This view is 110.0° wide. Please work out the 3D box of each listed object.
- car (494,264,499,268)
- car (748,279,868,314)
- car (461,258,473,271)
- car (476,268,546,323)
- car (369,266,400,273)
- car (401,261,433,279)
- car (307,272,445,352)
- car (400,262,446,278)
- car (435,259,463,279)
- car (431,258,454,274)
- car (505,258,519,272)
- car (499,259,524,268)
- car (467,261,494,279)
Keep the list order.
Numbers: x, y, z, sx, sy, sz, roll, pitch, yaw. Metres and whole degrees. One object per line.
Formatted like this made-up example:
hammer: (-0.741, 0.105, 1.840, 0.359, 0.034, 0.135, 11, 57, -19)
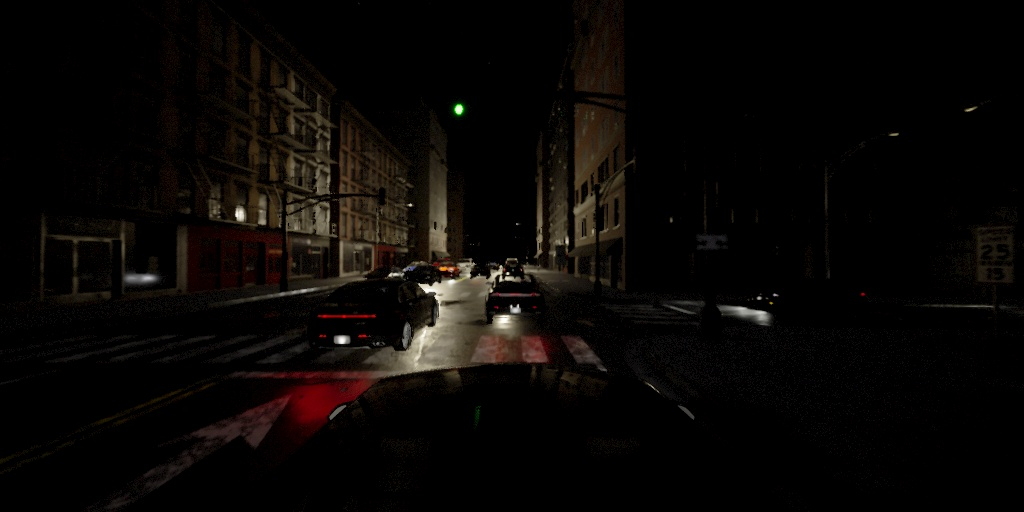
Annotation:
car: (-3.220, 1.805, 61.477, 1.994, 1.385, 4.181, 0, 0, 0)
car: (12.810, 1.690, 15.705, 4.181, 1.385, 1.994, 1, -1, 0)
car: (-6.588, 1.371, 50.563, 2.150, 2.045, 5.566, 0, 0, 0)
car: (0.099, 1.339, 12.638, 2.128, 1.511, 4.902, 0, 0, 0)
car: (-9.885, 1.518, 28.112, 2.033, 1.411, 5.357, 0, 0, -3)
car: (-9.848, 1.398, 37.473, 2.097, 1.767, 4.553, 0, -1, 0)
car: (-3.153, 1.318, 9.070, 1.837, 1.490, 4.892, 0, 0, 0)
car: (-6.601, 1.441, 27.293, 1.882, 1.535, 5.008, 0, 0, 0)
car: (-6.599, 1.391, 36.321, 2.097, 1.767, 4.553, 0, -1, 0)
car: (-9.838, 1.377, 50.976, 2.150, 2.045, 5.566, 0, -1, 0)
car: (0.009, 1.447, 59.205, 2.150, 2.045, 5.566, 0, 0, 0)
car: (0.093, 1.386, 35.945, 2.097, 1.767, 4.553, 0, 0, 0)
car: (-3.157, 1.547, 37.006, 1.837, 1.490, 4.892, 0, 0, 0)
